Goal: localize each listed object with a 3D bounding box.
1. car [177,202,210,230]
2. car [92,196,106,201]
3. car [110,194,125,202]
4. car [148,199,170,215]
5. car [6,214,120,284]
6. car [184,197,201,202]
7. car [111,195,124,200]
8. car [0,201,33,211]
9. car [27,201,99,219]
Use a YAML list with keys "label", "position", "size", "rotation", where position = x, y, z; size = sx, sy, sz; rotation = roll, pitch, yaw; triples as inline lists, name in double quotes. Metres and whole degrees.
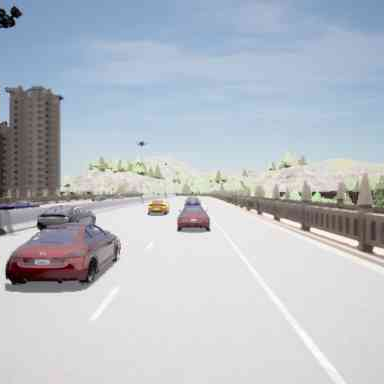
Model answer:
- label: "car"
  position: [0.095, 1.565, 21.020]
  size: [1.994, 1.385, 4.181]
  rotation: [0, 0, 0]
- label: "car"
  position: [-20.329, 1.527, 72.868]
  size: [2.128, 1.511, 4.902]
  rotation: [0, 0, 2]
- label: "car"
  position: [-16.769, 1.357, 74.904]
  size: [2.097, 1.767, 4.553]
  rotation: [0, 0, 2]
- label: "car"
  position: [-3.408, 1.479, 34.631]
  size: [1.882, 1.535, 5.008]
  rotation: [0, 0, 0]
- label: "car"
  position: [-3.402, 1.564, 9.568]
  size: [1.994, 1.385, 4.181]
  rotation: [0, 0, 0]
- label: "car"
  position: [0.105, 1.354, 42.037]
  size: [2.097, 1.767, 4.553]
  rotation: [0, 0, 0]
- label: "car"
  position: [-13.660, 1.603, 61.576]
  size: [1.895, 1.301, 4.718]
  rotation: [0, 0, 2]
- label: "car"
  position: [-17.600, 1.602, 33.946]
  size: [1.895, 1.301, 4.718]
  rotation: [0, 0, 0]
- label: "car"
  position: [-6.903, 1.492, 18.714]
  size: [2.128, 1.511, 4.902]
  rotation: [0, 0, 0]
